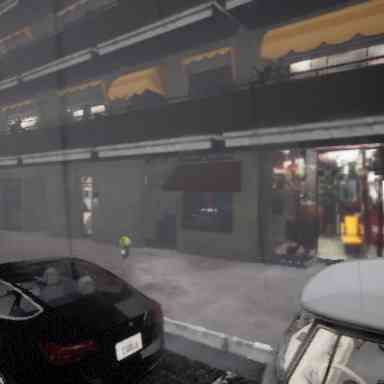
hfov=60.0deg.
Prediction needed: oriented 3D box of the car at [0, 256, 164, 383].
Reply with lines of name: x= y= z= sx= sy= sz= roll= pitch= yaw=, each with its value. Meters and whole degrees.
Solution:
car: x=-2.314 y=1.571 z=4.519 sx=4.313 sy=1.339 sz=1.947 roll=0 pitch=0 yaw=36

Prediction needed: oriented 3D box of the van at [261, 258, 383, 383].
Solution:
van: x=2.181 y=1.340 z=1.308 sx=3.998 sy=1.788 sz=1.690 roll=0 pitch=0 yaw=36
